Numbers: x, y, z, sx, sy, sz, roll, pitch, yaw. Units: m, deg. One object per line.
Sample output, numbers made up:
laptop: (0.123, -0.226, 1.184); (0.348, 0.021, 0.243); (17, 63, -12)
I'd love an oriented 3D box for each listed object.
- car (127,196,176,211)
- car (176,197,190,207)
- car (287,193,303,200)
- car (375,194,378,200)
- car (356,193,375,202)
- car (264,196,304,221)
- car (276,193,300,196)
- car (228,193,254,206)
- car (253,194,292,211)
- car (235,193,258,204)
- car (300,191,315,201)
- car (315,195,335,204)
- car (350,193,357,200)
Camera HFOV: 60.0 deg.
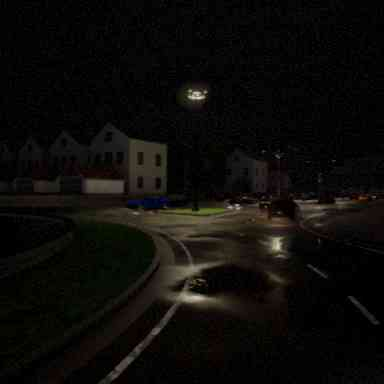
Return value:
car: (-4.548, 1.222, 35.856); (5.008, 1.535, 1.882); (0, 1, -39)
car: (-2.582, 1.316, 42.081); (1.895, 1.301, 4.718); (1, 1, 45)
car: (24.257, 1.030, 78.124); (2.033, 1.411, 5.357); (1, 0, 36)
car: (41.878, 1.167, 76.979); (1.895, 1.301, 4.718); (1, 0, 36)
car: (35.800, 1.229, 68.479); (1.882, 1.535, 5.008); (1, 0, 36)
car: (7.421, 1.347, 26.463); (1.882, 1.535, 5.008); (0, 0, 25)
car: (18.461, 1.185, 64.003); (2.128, 1.511, 4.902); (1, 0, 36)
car: (7.316, 1.276, 48.581); (2.033, 1.411, 5.357); (1, 0, 36)
car: (8.887, 1.307, 36.202); (2.128, 1.511, 4.902); (0, 0, 32)
car: (9.365, 1.035, 57.342); (2.097, 1.767, 4.553); (1, 1, 36)
car: (26.122, 0.885, 74.712); (2.150, 2.045, 5.566); (1, 0, 36)
car: (22.619, 1.331, 55.887); (1.994, 1.385, 4.181); (1, 0, 36)
car: (38.995, 1.066, 78.963); (2.097, 1.767, 4.553); (1, 0, 36)
